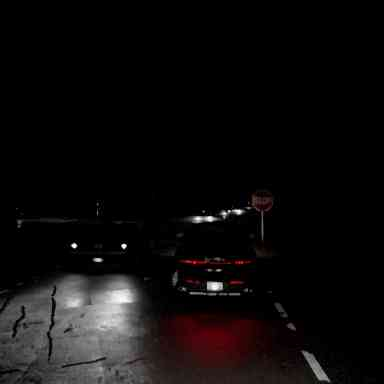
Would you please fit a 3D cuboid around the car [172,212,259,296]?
[{"bbox_3d":[0.606,1.514,8.671,1.837,1.490,4.892,0,0,4],"label":"car"}]

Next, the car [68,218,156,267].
[{"bbox_3d":[-2.528,1.622,11.604,1.895,1.301,4.718,0,0,3],"label":"car"}]

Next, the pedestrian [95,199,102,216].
[{"bbox_3d":[-8.012,1.107,28.560,0.375,1.860,0.375,0,-4,7],"label":"pedestrian"}]

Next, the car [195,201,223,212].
[{"bbox_3d":[1.698,1.812,35.379,1.994,1.385,4.181,0,-1,15],"label":"car"}]

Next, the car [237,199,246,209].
[{"bbox_3d":[7.084,2.159,53.963,1.895,1.301,4.718,0,-1,16],"label":"car"}]

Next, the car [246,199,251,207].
[{"bbox_3d":[10.996,2.173,68.109,2.097,1.767,4.553,0,-1,14],"label":"car"}]

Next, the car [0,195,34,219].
[{"bbox_3d":[-13.386,0.944,22.833,5.008,1.535,1.882,3,-1,6],"label":"car"}]

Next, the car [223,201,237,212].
[{"bbox_3d":[4.197,1.943,44.317,2.033,1.411,5.357,0,-1,17],"label":"car"}]
